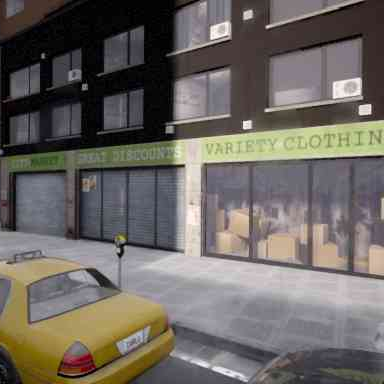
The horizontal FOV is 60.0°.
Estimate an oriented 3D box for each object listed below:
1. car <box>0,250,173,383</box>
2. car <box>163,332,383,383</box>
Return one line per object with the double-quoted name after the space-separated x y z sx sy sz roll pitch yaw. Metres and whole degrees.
-2.510 1.524 4.801 4.829 1.417 1.752 0 1 35 "car"
2.229 1.551 1.534 4.403 1.369 2.008 0 1 35 "car"
